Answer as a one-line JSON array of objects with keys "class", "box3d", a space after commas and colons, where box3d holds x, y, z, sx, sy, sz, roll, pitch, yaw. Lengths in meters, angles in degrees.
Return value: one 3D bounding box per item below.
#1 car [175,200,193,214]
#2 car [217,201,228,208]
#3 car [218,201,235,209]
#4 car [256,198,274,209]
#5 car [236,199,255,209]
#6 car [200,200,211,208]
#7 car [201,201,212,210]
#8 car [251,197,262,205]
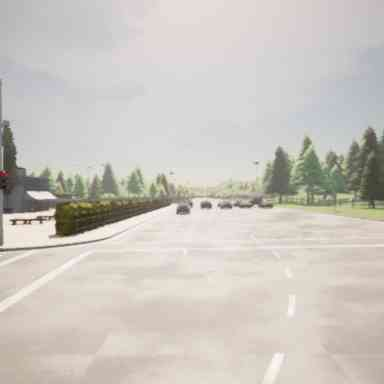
[{"class": "car", "box3d": [-1.144, 2.266, 46.254, 1.812, 1.442, 4.674, -1, -1, 1]}, {"class": "car", "box3d": [6.269, 2.524, 68.261, 1.895, 1.301, 4.718, -1, -1, 1]}, {"class": "car", "box3d": [6.163, 2.316, 59.355, 1.812, 1.442, 4.674, -1, -1, 1]}, {"class": "car", "box3d": [13.160, 2.241, 58.997, 1.895, 1.301, 4.718, -1, -1, 1]}, {"class": "car", "box3d": [9.685, 2.334, 60.398, 1.895, 1.301, 4.718, -1, -1, 2]}, {"class": "car", "box3d": [2.816, 2.542, 69.915, 2.128, 1.511, 4.902, -1, -1, 1]}, {"class": "car", "box3d": [2.688, 2.358, 60.603, 1.882, 1.535, 5.008, -1, -1, 1]}, {"class": "car", "box3d": [13.281, 2.012, 68.764, 2.150, 2.045, 5.566, -1, -1, 1]}]
